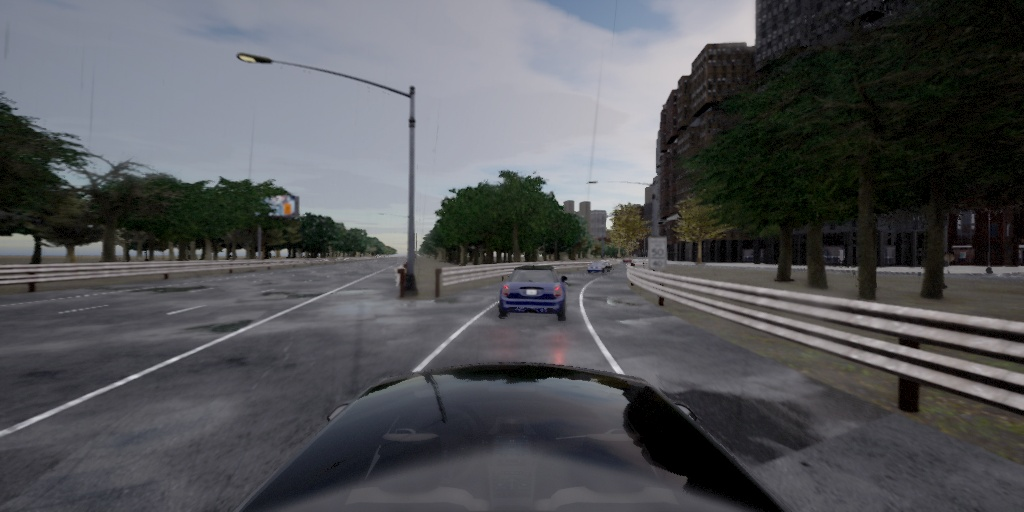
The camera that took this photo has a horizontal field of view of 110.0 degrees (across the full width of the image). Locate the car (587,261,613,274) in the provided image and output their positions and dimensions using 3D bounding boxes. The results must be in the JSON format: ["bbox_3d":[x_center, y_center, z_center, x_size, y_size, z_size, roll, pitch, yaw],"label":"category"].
[{"bbox_3d":[10.153,1.331,41.299,2.033,1.411,5.357,0,0,28],"label":"car"}]

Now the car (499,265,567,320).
[{"bbox_3d":[0.889,1.107,12.881,2.097,1.767,4.553,1,0,8],"label":"car"}]
